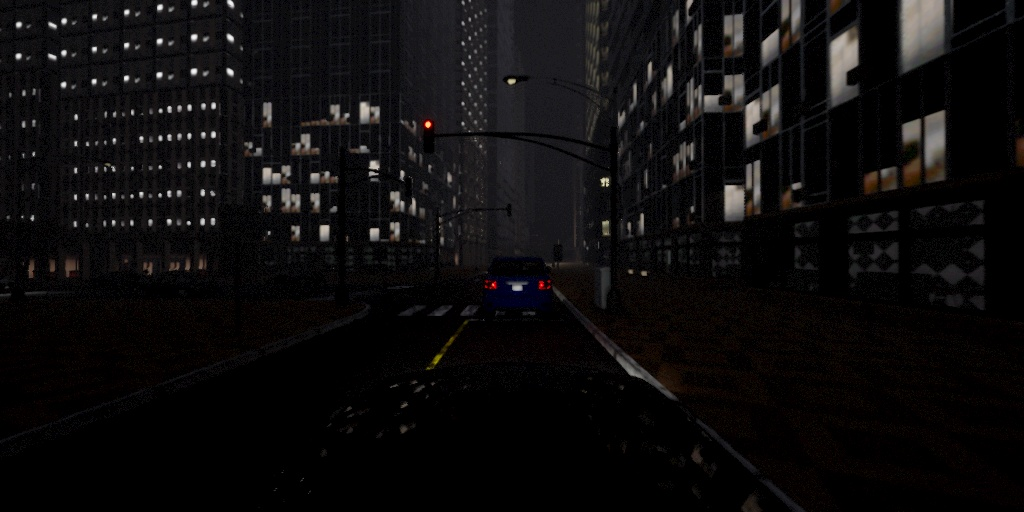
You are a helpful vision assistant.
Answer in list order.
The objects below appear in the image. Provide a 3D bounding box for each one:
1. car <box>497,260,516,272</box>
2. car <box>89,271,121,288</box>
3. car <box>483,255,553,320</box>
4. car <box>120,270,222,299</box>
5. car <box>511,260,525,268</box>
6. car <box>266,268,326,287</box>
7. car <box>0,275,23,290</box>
[{"bbox_3d":[-0.659,1.318,49.378,2.033,1.411,5.357,0,0,6],"label":"car"},{"bbox_3d":[-33.248,1.945,30.386,4.313,1.339,1.948,0,0,10],"label":"car"},{"bbox_3d":[0.241,0.986,12.861,2.150,2.045,5.566,0,0,2],"label":"car"},{"bbox_3d":[-17.987,1.581,19.339,4.403,1.370,2.007,0,0,10],"label":"car"},{"bbox_3d":[1.154,1.360,64.798,1.895,1.301,4.718,0,0,8],"label":"car"},{"bbox_3d":[-16.606,1.633,27.605,4.403,1.370,2.007,0,0,10],"label":"car"},{"bbox_3d":[-37.176,1.923,25.188,4.674,1.442,1.812,-1,-1,10],"label":"car"}]
